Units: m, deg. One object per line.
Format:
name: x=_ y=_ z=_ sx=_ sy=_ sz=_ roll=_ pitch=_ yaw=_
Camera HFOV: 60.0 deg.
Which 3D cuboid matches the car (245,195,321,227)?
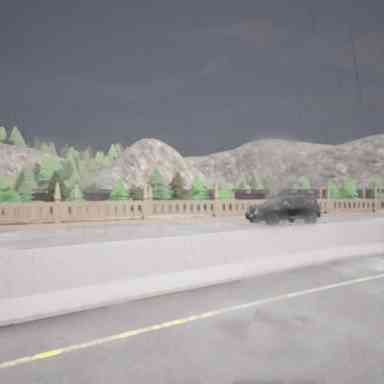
car: x=6.462 y=1.247 z=23.348 sx=5.566 sy=2.045 sz=2.150 roll=0 pitch=0 yaw=-24
